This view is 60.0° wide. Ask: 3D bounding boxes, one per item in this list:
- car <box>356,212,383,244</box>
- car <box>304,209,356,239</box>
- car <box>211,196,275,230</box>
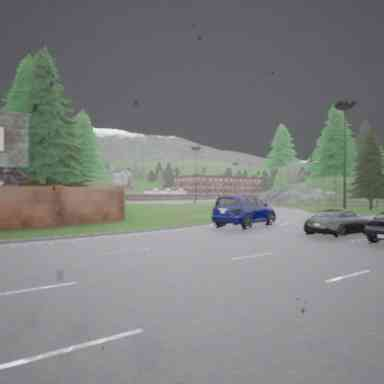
[{"bbox_3d":[9.685,1.578,14.957,4.892,1.490,1.837,0,0,-35],"label":"car"},{"bbox_3d":[7.972,1.639,18.035,4.181,1.385,1.994,0,0,-35],"label":"car"},{"bbox_3d":[3.466,1.289,21.760,2.150,2.045,5.566,0,0,38],"label":"car"}]
